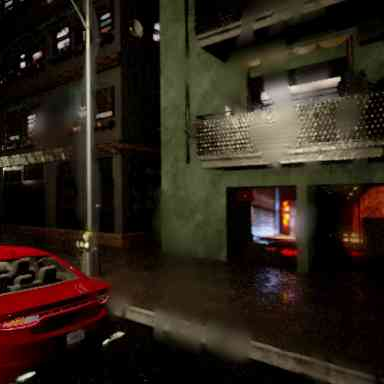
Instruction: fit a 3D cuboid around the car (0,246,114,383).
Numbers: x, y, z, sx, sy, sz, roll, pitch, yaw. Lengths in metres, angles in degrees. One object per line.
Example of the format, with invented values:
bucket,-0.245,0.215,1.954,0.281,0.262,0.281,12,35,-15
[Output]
car,-3.151,1.521,5.132,4.507,1.381,1.887,0,-1,35
